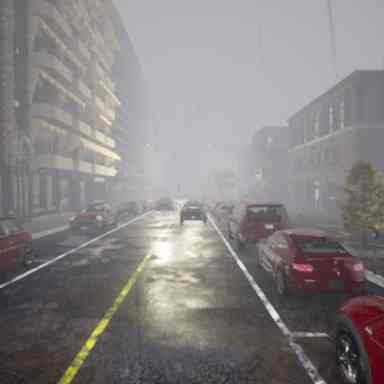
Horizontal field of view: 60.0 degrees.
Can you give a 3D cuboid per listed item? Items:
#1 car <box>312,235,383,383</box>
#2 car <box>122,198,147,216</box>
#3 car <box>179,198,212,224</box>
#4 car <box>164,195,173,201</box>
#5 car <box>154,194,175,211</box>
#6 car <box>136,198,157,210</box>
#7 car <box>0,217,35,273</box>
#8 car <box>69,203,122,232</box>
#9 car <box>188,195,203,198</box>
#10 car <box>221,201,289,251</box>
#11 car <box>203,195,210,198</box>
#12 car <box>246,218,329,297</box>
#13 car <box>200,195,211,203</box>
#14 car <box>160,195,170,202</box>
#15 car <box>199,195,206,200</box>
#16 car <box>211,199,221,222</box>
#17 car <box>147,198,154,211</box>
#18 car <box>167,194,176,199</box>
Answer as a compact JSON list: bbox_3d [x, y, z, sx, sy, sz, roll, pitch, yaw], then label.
[{"bbox_3d":[2.700,1.434,2.581,1.967,1.590,4.097,-1,0,0],"label":"car"},{"bbox_3d":[-5.704,1.495,30.993,1.947,1.339,4.313,-1,0,0],"label":"car"},{"bbox_3d":[0.096,1.438,23.991,2.128,1.511,4.902,0,0,0],"label":"car"},{"bbox_3d":[-5.710,1.391,82.091,1.947,1.339,4.313,-1,0,0],"label":"car"},{"bbox_3d":[-3.094,1.390,38.635,1.882,1.535,5.008,0,0,0],"label":"car"},{"bbox_3d":[-5.705,1.456,42.349,2.008,1.369,4.403,-1,0,0],"label":"car"},{"bbox_3d":[-5.687,1.421,8.283,1.967,1.590,4.097,-1,0,0],"label":"car"},{"bbox_3d":[-5.709,1.395,19.638,1.967,1.590,4.097,-1,0,0],"label":"car"},{"bbox_3d":[0.094,1.388,45.539,2.128,1.511,4.902,0,0,0],"label":"car"},{"bbox_3d":[2.676,1.282,13.934,2.192,1.841,5.009,-1,0,0],"label":"car"},{"bbox_3d":[2.674,1.406,53.846,1.752,1.417,4.829,-1,0,0],"label":"car"},{"bbox_3d":[2.680,1.562,8.257,1.802,1.307,4.206,-1,0,0],"label":"car"},{"bbox_3d":[2.672,1.403,65.030,1.887,1.381,4.507,-1,0,0],"label":"car"},{"bbox_3d":[-5.709,1.392,70.736,1.887,1.381,4.507,-1,0,0],"label":"car"},{"bbox_3d":[2.670,1.396,87.740,1.802,1.307,4.206,-1,0,0],"label":"car"},{"bbox_3d":[2.677,1.467,25.459,1.752,1.417,4.829,-1,0,0],"label":"car"},{"bbox_3d":[-5.704,1.462,36.671,1.887,1.381,4.507,-1,0,0],"label":"car"},{"bbox_3d":[-5.712,1.354,93.445,2.008,1.369,4.403,-1,0,0],"label":"car"}]
